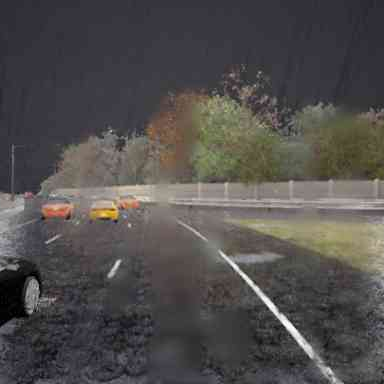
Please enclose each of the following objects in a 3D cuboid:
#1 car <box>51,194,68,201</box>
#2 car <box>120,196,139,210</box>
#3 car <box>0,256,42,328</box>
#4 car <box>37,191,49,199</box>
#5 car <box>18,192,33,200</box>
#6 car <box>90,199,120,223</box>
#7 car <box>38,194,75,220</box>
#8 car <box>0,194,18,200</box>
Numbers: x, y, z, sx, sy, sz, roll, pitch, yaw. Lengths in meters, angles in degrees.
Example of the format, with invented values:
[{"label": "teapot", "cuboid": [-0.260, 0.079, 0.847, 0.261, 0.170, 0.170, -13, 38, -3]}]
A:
[{"label": "car", "cuboid": [-30.480, 1.351, 76.581, 2.128, 1.511, 4.902, 0, 0, -42]}, {"label": "car", "cuboid": [-7.822, 1.221, 40.047, 2.097, 1.767, 4.553, 0, 0, -20]}, {"label": "car", "cuboid": [-3.683, 1.490, 4.428, 2.128, 1.511, 4.902, 0, 0, -3]}, {"label": "car", "cuboid": [-38.408, 0.865, 85.952, 2.150, 2.045, 5.566, 0, 0, -37]}, {"label": "car", "cuboid": [-42.575, 1.223, 83.295, 4.181, 1.385, 1.994, 0, 0, 38]}, {"label": "car", "cuboid": [-6.649, 1.403, 25.180, 1.882, 1.535, 5.008, 0, 0, -14]}, {"label": "car", "cuboid": [-10.974, 1.289, 27.529, 2.097, 1.767, 4.553, 0, 0, -14]}, {"label": "car", "cuboid": [-44.848, 1.171, 80.633, 5.008, 1.535, 1.882, 0, 0, 38]}]
